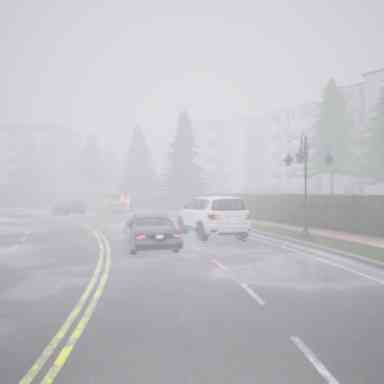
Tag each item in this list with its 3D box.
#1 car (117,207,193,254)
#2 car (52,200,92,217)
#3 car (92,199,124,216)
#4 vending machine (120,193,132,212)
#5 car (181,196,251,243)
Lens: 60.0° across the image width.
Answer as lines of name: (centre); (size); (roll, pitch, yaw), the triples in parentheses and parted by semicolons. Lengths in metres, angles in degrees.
car: (-1.748, 1.543, 13.521); (2.033, 1.411, 5.357); (0, 0, -15)
car: (-11.800, 1.483, 31.677); (2.128, 1.511, 4.902); (0, 0, -41)
car: (-8.571, 1.468, 33.273); (1.882, 1.535, 5.008); (0, 0, -40)
vending machine: (-7.578, 1.183, 38.208); (1.100, 2.100, 0.880); (0, 0, -44)
car: (0.926, 1.215, 16.449); (2.150, 2.045, 5.566); (0, 0, -17)
